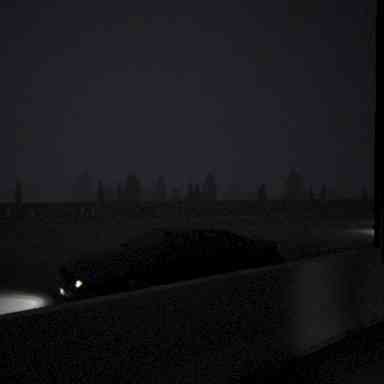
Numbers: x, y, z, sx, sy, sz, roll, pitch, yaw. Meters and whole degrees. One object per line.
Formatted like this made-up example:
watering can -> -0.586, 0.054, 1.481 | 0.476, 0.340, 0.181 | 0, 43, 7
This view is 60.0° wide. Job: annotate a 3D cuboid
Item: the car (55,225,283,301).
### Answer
car -> -0.256, 1.526, 7.845 | 5.357, 1.411, 2.033 | 0, 0, -33
